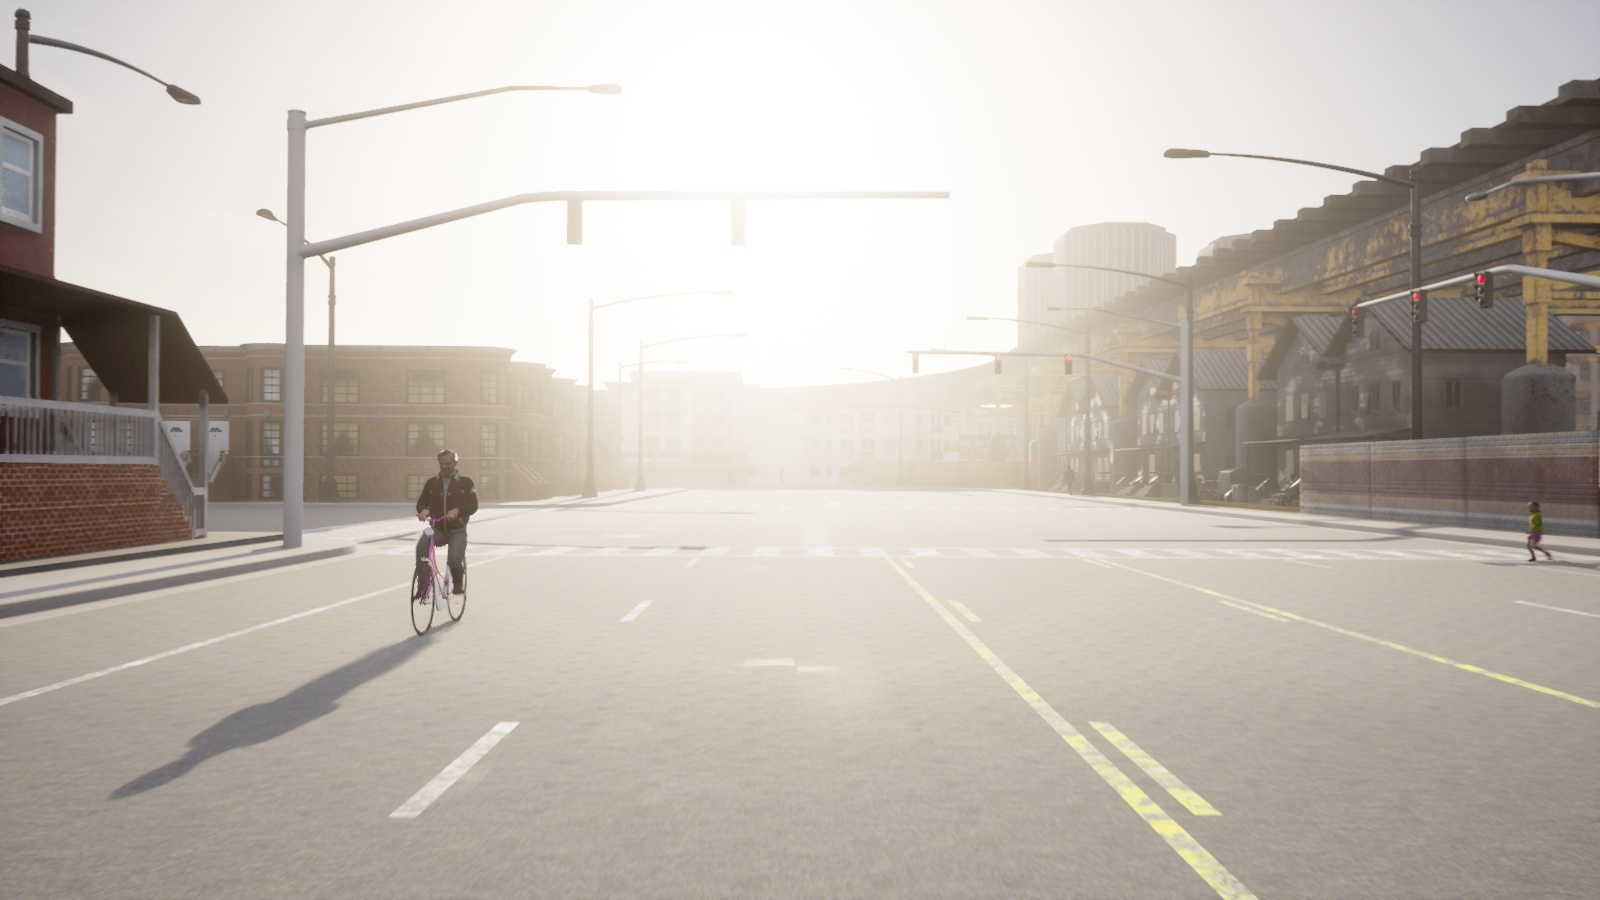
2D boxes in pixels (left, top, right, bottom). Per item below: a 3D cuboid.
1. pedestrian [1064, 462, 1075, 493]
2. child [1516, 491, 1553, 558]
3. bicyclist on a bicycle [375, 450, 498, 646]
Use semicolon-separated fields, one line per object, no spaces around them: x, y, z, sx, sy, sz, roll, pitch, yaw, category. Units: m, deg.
16.144;1.657;75.186;0.431;1.840;0.703;0;-1;-3;pedestrian
13.013;1.314;22.245;0.473;1.160;0.299;0;-1;8;child
-3.512;0.904;12.299;0.659;1.776;1.843;0;-1;0;bicyclist on a bicycle
